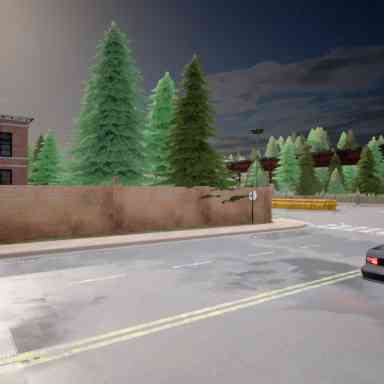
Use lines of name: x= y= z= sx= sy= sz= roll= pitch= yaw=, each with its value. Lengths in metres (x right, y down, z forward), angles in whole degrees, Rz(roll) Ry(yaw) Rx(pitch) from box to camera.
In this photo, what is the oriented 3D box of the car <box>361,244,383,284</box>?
car: x=6.323 y=1.547 z=8.239 sx=5.357 sy=1.411 sz=2.033 roll=0 pitch=0 yaw=-35
